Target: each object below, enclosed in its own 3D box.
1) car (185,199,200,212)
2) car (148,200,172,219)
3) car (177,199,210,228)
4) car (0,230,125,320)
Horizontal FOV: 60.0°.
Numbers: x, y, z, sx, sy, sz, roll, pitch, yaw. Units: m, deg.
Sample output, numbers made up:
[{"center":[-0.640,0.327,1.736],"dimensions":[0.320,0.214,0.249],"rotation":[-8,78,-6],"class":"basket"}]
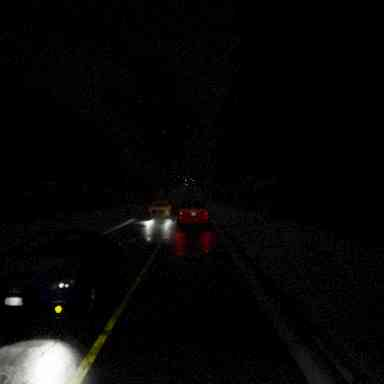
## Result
[{"center":[0.087,1.662,42.717],"dimensions":[1.837,1.490,4.892],"rotation":[0,-1,0],"class":"car"},{"center":[-2.857,1.534,30.417],"dimensions":[1.882,1.535,5.008],"rotation":[0,0,0],"class":"car"},{"center":[0.091,1.371,22.475],"dimensions":[2.097,1.767,4.553],"rotation":[0,0,0],"class":"car"},{"center":[-2.817,1.562,7.319],"dimensions":[1.994,1.385,4.181],"rotation":[0,0,1],"class":"car"}]
